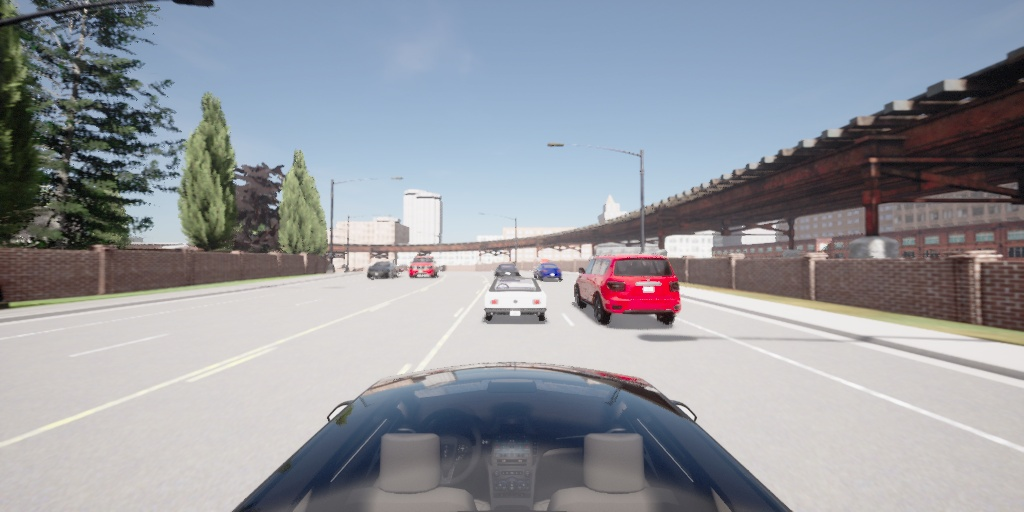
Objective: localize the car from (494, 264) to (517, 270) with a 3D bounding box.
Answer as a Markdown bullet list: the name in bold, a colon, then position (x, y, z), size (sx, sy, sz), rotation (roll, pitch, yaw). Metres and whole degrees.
- **car**: position (-0.506, 1.337, 29.796), size (1.994, 1.385, 4.181), rotation (0, 0, -5)

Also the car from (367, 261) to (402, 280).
- **car**: position (-11.475, 1.245, 31.968), size (1.882, 1.535, 5.008), rotation (0, -1, -8)

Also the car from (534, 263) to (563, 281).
- **car**: position (2.959, 1.307, 30.325), size (1.812, 1.442, 4.674), rotation (0, 0, -5)

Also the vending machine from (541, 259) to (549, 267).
- **vending machine**: position (4.768, 1.402, 52.434), size (1.100, 2.100, 0.880), rotation (0, 0, -16)

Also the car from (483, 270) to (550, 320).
- **car**: position (0.098, 1.356, 12.548), size (1.895, 1.301, 4.718), rotation (0, 0, 0)

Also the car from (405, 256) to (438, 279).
- **car**: position (-8.073, 1.004, 33.001), size (2.150, 2.045, 5.566), rotation (0, -1, -8)

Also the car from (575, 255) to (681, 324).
- **car**: position (3.597, 0.976, 12.131), size (2.150, 2.045, 5.566), rotation (0, 0, 0)
